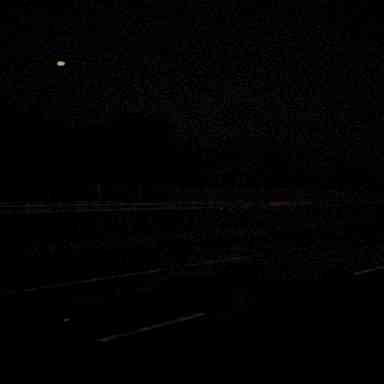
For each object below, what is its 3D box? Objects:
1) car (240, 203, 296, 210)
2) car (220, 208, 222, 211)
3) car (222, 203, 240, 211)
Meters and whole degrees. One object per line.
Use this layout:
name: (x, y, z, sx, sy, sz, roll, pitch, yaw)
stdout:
car: (6.433, 1.614, 25.743, 5.008, 1.535, 1.882, 1, 0, -35)
car: (5.096, 1.775, 33.363, 4.718, 1.301, 1.895, 1, 0, -35)
car: (5.263, 1.674, 29.203, 4.674, 1.442, 1.812, 1, -1, -35)
